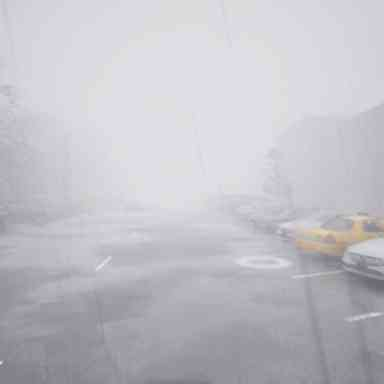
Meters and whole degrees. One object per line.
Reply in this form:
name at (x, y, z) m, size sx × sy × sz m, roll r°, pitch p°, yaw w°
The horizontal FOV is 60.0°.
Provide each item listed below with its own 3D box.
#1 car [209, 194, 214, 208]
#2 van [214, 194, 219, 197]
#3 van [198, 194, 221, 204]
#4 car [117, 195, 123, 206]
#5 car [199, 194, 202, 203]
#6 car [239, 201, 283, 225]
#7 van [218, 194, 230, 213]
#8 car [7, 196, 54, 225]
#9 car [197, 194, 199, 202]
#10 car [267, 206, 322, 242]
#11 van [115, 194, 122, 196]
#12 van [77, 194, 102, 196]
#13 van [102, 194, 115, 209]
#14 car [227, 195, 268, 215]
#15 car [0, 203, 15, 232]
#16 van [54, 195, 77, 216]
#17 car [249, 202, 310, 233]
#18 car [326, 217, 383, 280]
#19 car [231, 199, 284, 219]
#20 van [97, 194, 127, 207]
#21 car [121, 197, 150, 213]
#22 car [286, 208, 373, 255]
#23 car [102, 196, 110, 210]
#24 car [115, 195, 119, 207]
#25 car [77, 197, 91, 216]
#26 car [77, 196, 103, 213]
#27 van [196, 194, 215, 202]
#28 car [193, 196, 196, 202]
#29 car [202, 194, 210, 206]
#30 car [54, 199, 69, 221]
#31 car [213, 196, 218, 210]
car at (4.949, 1.393, 41.012) m, size 4.553 × 1.767 × 2.185 m, roll 1°, pitch 0°, yaw -22°
van at (5.195, 1.289, 38.138) m, size 4.442 × 1.987 × 1.878 m, roll 1°, pitch 0°, yaw -22°
van at (3.772, 1.418, 70.283) m, size 4.442 × 1.987 × 1.878 m, roll 1°, pitch 0°, yaw -22°
car at (-13.162, 1.613, 49.252) m, size 4.674 × 1.452 × 2.002 m, roll -1°, pitch 0°, yaw -22°
car at (4.492, 1.585, 58.680) m, size 5.366 × 1.575 × 1.946 m, roll 1°, pitch -1°, yaw -22°
car at (5.715, 1.529, 20.486) m, size 4.792 × 1.488 × 2.163 m, roll 1°, pitch 0°, yaw -22°
van at (5.202, 1.276, 32.178) m, size 4.442 × 1.987 × 1.878 m, roll 1°, pitch 0°, yaw -22°
car at (-12.143, 1.398, 22.780) m, size 4.553 × 1.767 × 2.185 m, roll -1°, pitch 0°, yaw -22°
car at (4.274, 1.615, 64.537) m, size 5.366 × 1.575 × 1.946 m, roll 1°, pitch -1°, yaw -22°
car at (5.963, 1.540, 14.635) m, size 4.674 × 1.452 × 2.002 m, roll 1°, pitch 0°, yaw -22°
van at (-13.376, 1.361, 52.143) m, size 4.442 × 1.987 × 1.878 m, roll -1°, pitch 0°, yaw -22°
van at (-12.828, 1.314, 37.434) m, size 4.442 × 1.987 × 1.878 m, roll -1°, pitch 0°, yaw -22°
van at (-12.835, 1.326, 43.414) m, size 4.442 × 1.987 × 1.878 m, roll -1°, pitch 0°, yaw -22°
car at (5.555, 1.375, 26.371) m, size 4.553 × 1.767 × 2.185 m, roll 1°, pitch 0°, yaw -22°
car at (-11.974, 1.554, 16.870) m, size 4.792 × 1.488 × 2.163 m, roll -1°, pitch 0°, yaw -22°
van at (-12.495, 1.302, 28.604) m, size 4.442 × 1.987 × 1.878 m, roll -1°, pitch 0°, yaw -22°
car at (5.862, 1.501, 17.563) m, size 4.892 × 1.521 × 2.231 m, roll 1°, pitch 0°, yaw -22°
car at (6.182, 1.540, 8.770) m, size 4.674 × 1.452 × 2.002 m, roll 1°, pitch 0°, yaw -22°
car at (5.639, 1.500, 23.432) m, size 4.892 × 1.521 × 2.231 m, roll 1°, pitch 0°, yaw -22°
van at (-13.272, 1.371, 55.182) m, size 4.442 × 1.987 × 1.878 m, roll -1°, pitch -1°, yaw -22°
car at (-6.450, 1.592, 38.459) m, size 2.033 × 1.411 × 5.357 m, roll 0°, pitch 0°, yaw -2°
car at (6.240, 1.499, 11.778) m, size 5.366 × 1.575 × 1.946 m, roll 1°, pitch 0°, yaw -22°
car at (-12.823, 1.584, 40.419) m, size 4.674 × 1.452 × 2.002 m, roll -1°, pitch 0°, yaw -22°
car at (-13.049, 1.603, 46.309) m, size 4.674 × 1.452 × 2.002 m, roll -1°, pitch 0°, yaw -22°
car at (-12.490, 1.529, 31.596) m, size 4.892 × 1.521 × 2.231 m, roll -1°, pitch 0°, yaw -22°
car at (-12.437, 1.527, 34.610) m, size 5.366 × 1.575 × 1.946 m, roll -1°, pitch 0°, yaw -22°
van at (3.379, 1.606, 85.030) m, size 4.442 × 1.987 × 1.878 m, roll 1°, pitch -2°, yaw -22°
car at (3.589, 1.655, 73.192) m, size 5.366 × 1.575 × 1.946 m, roll 1°, pitch 0°, yaw -22°
car at (4.786, 1.286, 46.898) m, size 5.566 × 2.045 × 2.435 m, roll 1°, pitch 0°, yaw -22°
car at (-12.305, 1.555, 25.699) m, size 4.792 × 1.488 × 2.163 m, roll -1°, pitch 0°, yaw -22°
car at (5.189, 1.507, 35.158) m, size 5.008 × 1.535 × 2.097 m, roll 1°, pitch 0°, yaw -22°
